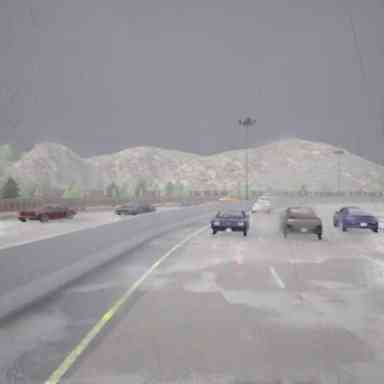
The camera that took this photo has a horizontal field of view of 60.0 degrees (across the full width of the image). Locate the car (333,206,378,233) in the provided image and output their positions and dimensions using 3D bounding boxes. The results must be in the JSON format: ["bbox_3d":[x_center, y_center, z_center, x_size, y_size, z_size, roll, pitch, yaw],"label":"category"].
[{"bbox_3d":[9.823,1.592,20.200,1.812,1.442,4.674,0,0,14],"label":"car"}]

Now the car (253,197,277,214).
[{"bbox_3d":[7.756,1.599,35.884,1.812,1.442,4.674,0,0,23],"label":"car"}]

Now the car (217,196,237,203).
[{"bbox_3d":[6.578,1.574,62.362,1.882,1.535,5.008,0,0,36],"label":"car"}]

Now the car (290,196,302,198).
[{"bbox_3d":[21.577,1.556,69.425,1.837,1.490,4.892,0,0,42],"label":"car"}]

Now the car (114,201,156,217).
[{"bbox_3d":[-5.282,1.559,31.699,2.033,1.411,5.357,0,0,18],"label":"car"}]

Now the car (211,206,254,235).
[{"bbox_3d":[2.321,1.632,18.975,1.895,1.301,4.718,0,0,12],"label":"car"}]

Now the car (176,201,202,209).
[{"bbox_3d":[-0.191,1.602,35.361,1.994,1.385,4.181,0,0,22],"label":"car"}]

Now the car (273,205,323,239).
[{"bbox_3d":[5.664,1.536,17.681,2.128,1.511,4.902,0,0,12],"label":"car"}]

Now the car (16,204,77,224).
[{"bbox_3d":[-10.802,1.580,25.026,1.895,1.301,4.718,0,0,14],"label":"car"}]

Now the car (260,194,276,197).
[{"bbox_3d":[15.337,1.356,67.820,2.150,2.045,5.566,0,0,39],"label":"car"}]
